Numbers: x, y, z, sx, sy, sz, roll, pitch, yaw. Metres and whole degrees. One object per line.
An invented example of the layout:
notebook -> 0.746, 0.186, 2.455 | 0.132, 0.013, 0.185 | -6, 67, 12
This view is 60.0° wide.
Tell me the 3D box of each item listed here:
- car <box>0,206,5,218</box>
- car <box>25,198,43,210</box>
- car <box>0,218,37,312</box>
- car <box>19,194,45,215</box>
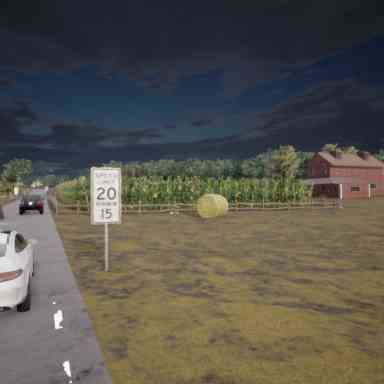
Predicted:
car -> -16.333, 1.574, 26.830 | 1.812, 1.442, 4.674 | 0, 0, -24
car -> -21.175, 1.594, 44.625 | 2.033, 1.411, 5.357 | 0, 0, -24
car -> -4.441, 1.534, 7.158 | 1.812, 1.442, 4.674 | 0, 0, -24
car -> -16.930, 1.265, 35.230 | 2.150, 2.045, 5.566 | 0, 0, -23
